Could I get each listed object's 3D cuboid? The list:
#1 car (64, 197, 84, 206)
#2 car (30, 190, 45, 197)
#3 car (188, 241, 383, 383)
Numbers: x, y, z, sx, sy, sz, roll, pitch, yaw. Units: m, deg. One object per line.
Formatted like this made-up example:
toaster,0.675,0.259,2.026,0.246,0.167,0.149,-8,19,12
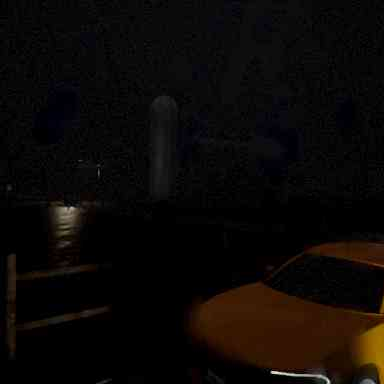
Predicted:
car,-17.930,1.354,50.396,1.895,1.301,4.718,2,0,-35
car,-38.902,0.515,84.556,1.882,1.535,5.008,2,0,-35
car,2.255,1.489,4.552,5.008,1.535,1.882,0,0,-35
